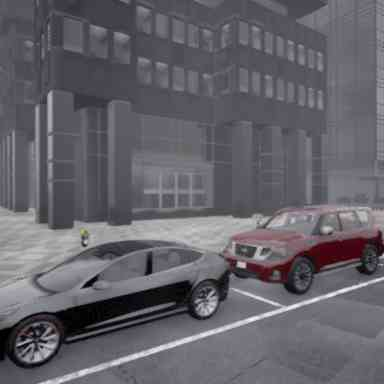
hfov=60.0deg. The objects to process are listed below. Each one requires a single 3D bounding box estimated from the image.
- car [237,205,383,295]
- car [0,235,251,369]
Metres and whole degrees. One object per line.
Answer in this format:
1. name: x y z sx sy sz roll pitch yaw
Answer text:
1. car: 3.161 1.306 8.894 5.009 1.841 2.192 0 0 -35
2. car: -1.260 1.564 5.749 4.313 1.339 1.947 0 0 -35
